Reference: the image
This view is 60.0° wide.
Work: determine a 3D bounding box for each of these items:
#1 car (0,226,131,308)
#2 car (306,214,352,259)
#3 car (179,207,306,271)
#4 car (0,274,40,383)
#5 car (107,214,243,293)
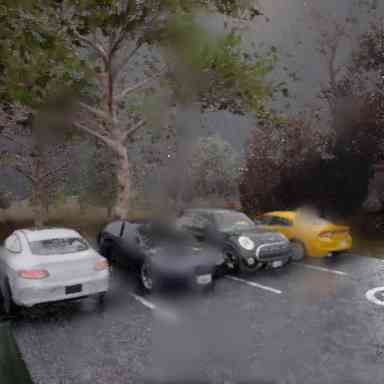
[{"bbox_3d":[-3.387,1.519,7.641,2.002,1.452,4.674,0,0,-35],"label":"car"},{"bbox_3d":[3.280,1.473,12.394,2.097,1.535,5.008,0,0,-36],"label":"car"},{"bbox_3d":[1.002,1.349,10.814,2.185,1.767,4.553,0,0,-36],"label":"car"},{"bbox_3d":[-3.361,1.602,1.584,4.718,1.301,1.895,0,0,-35],"label":"car"},{"bbox_3d":[-1.116,1.506,9.228,2.163,1.488,4.792,0,0,-35],"label":"car"}]
